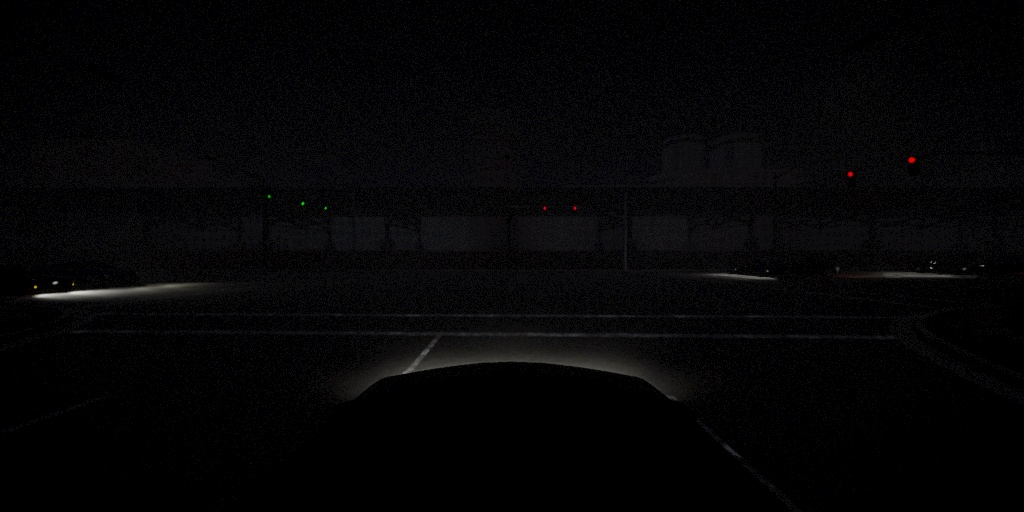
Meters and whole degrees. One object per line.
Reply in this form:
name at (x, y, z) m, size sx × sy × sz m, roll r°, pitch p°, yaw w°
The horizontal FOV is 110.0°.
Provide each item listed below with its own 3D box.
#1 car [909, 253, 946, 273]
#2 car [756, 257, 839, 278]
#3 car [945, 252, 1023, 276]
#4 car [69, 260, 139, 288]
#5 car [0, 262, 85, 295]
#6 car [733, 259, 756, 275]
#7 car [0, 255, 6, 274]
car at (36.644, 0.493, 30.301) m, size 4.553 × 1.767 × 2.097 m, roll -1°, pitch 1°, yaw 2°
car at (21.840, 0.863, 27.204) m, size 4.892 × 1.490 × 1.837 m, roll -1°, pitch 1°, yaw 2°
car at (36.389, 0.671, 26.812) m, size 4.902 × 1.511 × 2.128 m, roll -1°, pitch 1°, yaw 2°
car at (-25.188, 1.023, 21.287) m, size 5.008 × 1.535 × 1.882 m, roll 0°, pitch 1°, yaw 2°
car at (-24.550, 1.147, 17.768) m, size 4.181 × 1.385 × 1.994 m, roll 0°, pitch 1°, yaw 2°
car at (21.541, 0.853, 30.719) m, size 4.674 × 1.442 × 1.812 m, roll -1°, pitch 1°, yaw 2°
car at (-49.629, 0.783, 32.539) m, size 4.553 × 1.767 × 2.097 m, roll 0°, pitch 1°, yaw 2°
